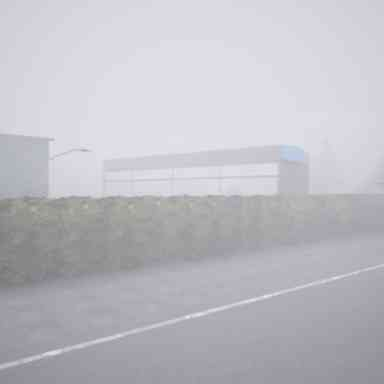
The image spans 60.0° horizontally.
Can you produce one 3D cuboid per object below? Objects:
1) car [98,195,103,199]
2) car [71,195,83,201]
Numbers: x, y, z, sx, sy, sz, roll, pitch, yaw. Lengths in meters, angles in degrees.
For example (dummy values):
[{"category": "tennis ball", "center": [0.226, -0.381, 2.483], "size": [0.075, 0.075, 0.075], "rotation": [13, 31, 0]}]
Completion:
[{"category": "car", "center": [-14.395, 1.335, 55.726], "size": [2.152, 1.636, 5.027], "rotation": [0, 0, -36]}, {"category": "car", "center": [-27.241, 1.378, 78.645], "size": [1.845, 1.501, 3.633], "rotation": [0, 0, -36]}]
